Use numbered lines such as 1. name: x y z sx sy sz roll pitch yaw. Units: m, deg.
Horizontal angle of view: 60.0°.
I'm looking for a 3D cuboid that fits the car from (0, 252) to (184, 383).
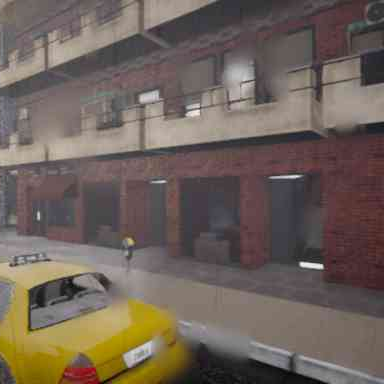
1. car: -2.367 1.508 4.562 4.829 1.417 1.752 0 -1 35
